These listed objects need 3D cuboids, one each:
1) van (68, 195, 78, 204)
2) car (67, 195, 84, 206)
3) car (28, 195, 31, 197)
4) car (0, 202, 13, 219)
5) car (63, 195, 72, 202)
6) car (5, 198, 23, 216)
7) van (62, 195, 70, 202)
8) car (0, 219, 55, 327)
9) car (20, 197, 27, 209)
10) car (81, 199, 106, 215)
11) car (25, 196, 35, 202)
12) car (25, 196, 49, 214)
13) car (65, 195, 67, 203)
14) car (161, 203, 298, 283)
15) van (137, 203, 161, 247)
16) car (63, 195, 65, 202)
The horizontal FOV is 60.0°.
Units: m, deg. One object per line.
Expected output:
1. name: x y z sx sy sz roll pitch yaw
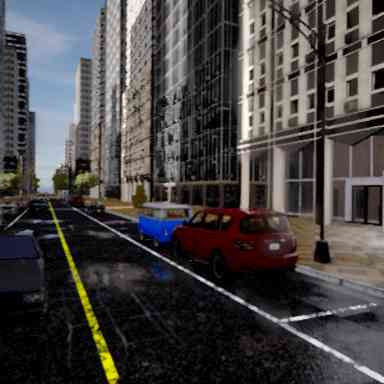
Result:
1. van: -24.159 1.538 67.274 1.690 1.788 3.998 0 0 -24
2. car: -19.587 1.488 56.866 2.192 1.841 5.009 0 0 -24
3. car: -24.973 1.531 48.292 1.967 1.590 4.097 0 0 -24
4. car: -13.542 1.580 22.274 2.008 1.369 4.403 0 0 -24
5. car: -31.018 1.671 82.884 1.967 1.590 4.097 0 0 -24
6. car: -18.114 1.605 32.681 2.008 1.369 4.403 0 0 -24
7. van: -33.304 1.584 88.087 1.690 1.788 3.998 0 0 -24
8. car: -4.103 1.559 7.243 2.033 1.411 5.357 1 0 -24
9. car: -22.687 1.660 43.088 1.802 1.307 4.206 0 0 -24
10. car: -10.442 1.675 36.051 2.008 1.369 4.403 0 0 -24
11. car: -38.690 1.712 79.513 2.008 1.369 4.403 0 0 -24
12. car: -16.877 1.561 36.574 1.882 1.535 5.008 1 0 -24
13. car: -21.873 1.500 62.070 2.192 1.841 5.009 0 0 -24
14. car: 0.988 1.377 10.034 2.192 1.841 5.009 0 0 -24
15. van: -1.298 1.415 15.238 1.690 1.788 3.998 0 0 -24
16. car: -26.445 1.649 72.477 1.967 1.590 4.097 0 0 -24
